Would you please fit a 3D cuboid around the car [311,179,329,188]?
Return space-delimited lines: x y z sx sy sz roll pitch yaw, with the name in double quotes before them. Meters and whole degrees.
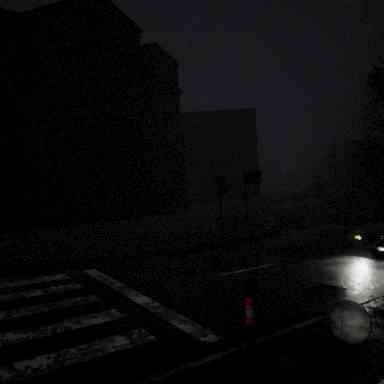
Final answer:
"car" 22.598 -1.511 58.891 1.882 1.535 5.008 -3 1 4

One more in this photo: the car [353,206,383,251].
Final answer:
"car" 7.674 1.260 12.445 2.033 1.411 5.357 -1 3 40
